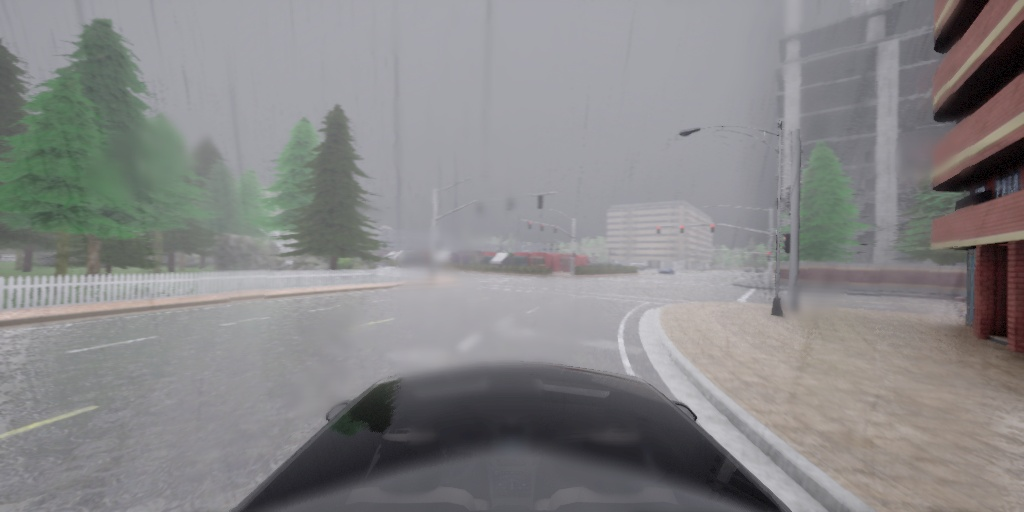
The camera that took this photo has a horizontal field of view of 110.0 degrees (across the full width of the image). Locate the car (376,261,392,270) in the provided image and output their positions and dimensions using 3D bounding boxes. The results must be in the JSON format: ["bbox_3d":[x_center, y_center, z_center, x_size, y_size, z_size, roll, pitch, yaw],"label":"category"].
[{"bbox_3d":[-19.491,1.427,52.734,4.902,1.511,2.128,1,-1,38],"label":"car"}]
